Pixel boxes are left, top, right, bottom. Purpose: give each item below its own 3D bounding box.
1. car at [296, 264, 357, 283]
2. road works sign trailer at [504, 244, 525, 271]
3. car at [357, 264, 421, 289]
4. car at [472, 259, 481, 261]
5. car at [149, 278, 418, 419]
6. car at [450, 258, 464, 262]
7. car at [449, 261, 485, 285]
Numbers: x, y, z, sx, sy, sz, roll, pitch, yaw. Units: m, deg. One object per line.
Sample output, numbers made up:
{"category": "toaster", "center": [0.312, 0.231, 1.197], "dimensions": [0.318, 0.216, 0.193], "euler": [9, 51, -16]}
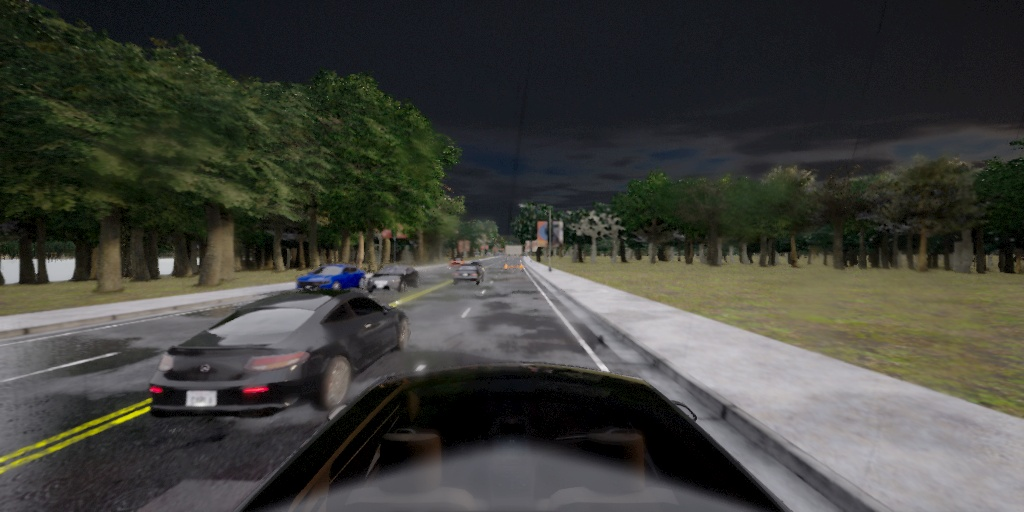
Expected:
{"category": "car", "center": [-9.809, 1.230, 19.824], "dimensions": [1.882, 1.535, 5.008], "euler": [0, 0, 0]}
{"category": "road works sign trailer", "center": [0.219, 0.214, 48.108], "dimensions": [2.380, 3.560, 2.880], "euler": [0, 0, 1]}
{"category": "car", "center": [-6.556, 1.244, 20.347], "dimensions": [2.128, 1.511, 4.902], "euler": [0, 0, 0]}
{"category": "car", "center": [-6.155, 1.279, 61.838], "dimensions": [2.033, 1.411, 5.357], "euler": [0, 0, 1]}
{"category": "car", "center": [-3.133, 1.276, 5.929], "dimensions": [1.812, 1.442, 4.674], "euler": [0, 0, 0]}
{"category": "car", "center": [-9.412, 1.082, 61.604], "dimensions": [2.097, 1.767, 4.553], "euler": [0, 0, 1]}
{"category": "car", "center": [-3.085, 1.302, 26.261], "dimensions": [2.033, 1.411, 5.357], "euler": [0, 0, 0]}
